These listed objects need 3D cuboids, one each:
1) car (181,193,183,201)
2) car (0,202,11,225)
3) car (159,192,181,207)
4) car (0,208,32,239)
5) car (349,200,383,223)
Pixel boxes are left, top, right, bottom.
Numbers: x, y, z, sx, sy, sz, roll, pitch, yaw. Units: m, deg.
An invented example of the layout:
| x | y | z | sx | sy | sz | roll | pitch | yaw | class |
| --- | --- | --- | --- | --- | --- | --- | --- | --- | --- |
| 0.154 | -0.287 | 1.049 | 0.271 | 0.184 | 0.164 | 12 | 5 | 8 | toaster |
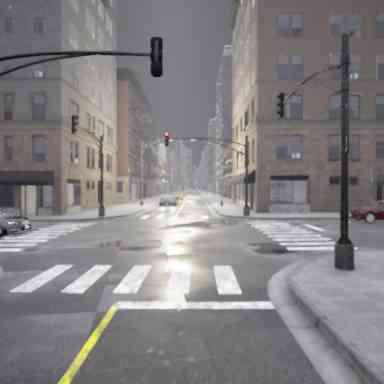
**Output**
| x | y | z | sx | sy | sz | roll | pitch | yaw | class |
| --- | --- | --- | --- | --- | --- | --- | --- | --- | --- |
| -2.574 | 0.687 | 57.027 | 1.882 | 1.535 | 5.008 | 0 | 1 | 1 | car |
| -14.449 | 1.423 | 21.464 | 4.403 | 1.369 | 2.008 | -1 | 1 | 1 | car |
| -2.758 | 1.033 | 39.425 | 1.994 | 1.385 | 4.181 | 0 | 1 | 1 | car |
| -10.119 | 1.378 | 15.545 | 4.902 | 1.511 | 2.128 | 0 | 0 | 1 | car |
| 12.312 | 1.173 | 21.048 | 4.507 | 1.381 | 1.887 | -1 | 1 | 1 | car |
